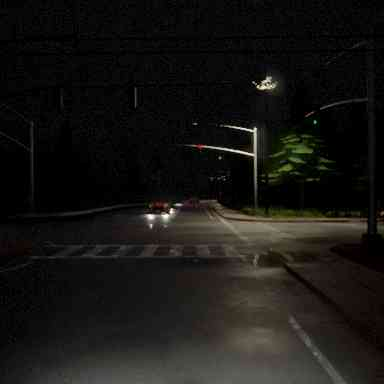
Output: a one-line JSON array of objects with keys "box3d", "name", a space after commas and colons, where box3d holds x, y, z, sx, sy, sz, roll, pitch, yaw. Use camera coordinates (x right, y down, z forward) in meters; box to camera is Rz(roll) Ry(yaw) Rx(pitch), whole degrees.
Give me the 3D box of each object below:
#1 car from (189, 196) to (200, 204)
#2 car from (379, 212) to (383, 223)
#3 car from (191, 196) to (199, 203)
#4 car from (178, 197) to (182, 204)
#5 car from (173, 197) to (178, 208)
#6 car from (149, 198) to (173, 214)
[{"box3d": [0.379, 1.670, 65.423, 1.812, 1.442, 4.674, 0, 0, 2], "name": "car"}, {"box3d": [15.160, 1.477, 22.083, 5.008, 1.535, 1.882, -1, 0, 1], "name": "car"}, {"box3d": [0.709, 1.607, 75.730, 1.837, 1.490, 4.892, 0, 0, 2], "name": "car"}, {"box3d": [-3.137, 1.731, 67.253, 1.994, 1.385, 4.181, 0, 0, 2], "name": "car"}, {"box3d": [-3.545, 1.620, 48.412, 2.128, 1.511, 4.902, 0, 0, 0], "name": "car"}, {"box3d": [-3.576, 1.456, 37.301, 2.097, 1.767, 4.553, 0, 0, 0], "name": "car"}]
